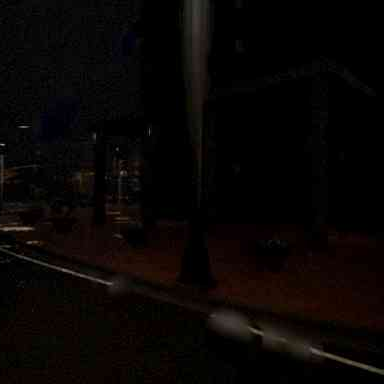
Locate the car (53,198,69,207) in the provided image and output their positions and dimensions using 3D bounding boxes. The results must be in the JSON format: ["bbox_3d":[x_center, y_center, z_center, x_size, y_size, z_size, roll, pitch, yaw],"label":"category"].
[{"bbox_3d":[-21.357,1.652,54.367,1.812,1.442,4.674,1,0,-7],"label":"car"}]

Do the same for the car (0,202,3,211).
[{"bbox_3d":[-23.296,1.522,37.977,1.812,1.442,4.674,1,0,-6],"label":"car"}]
